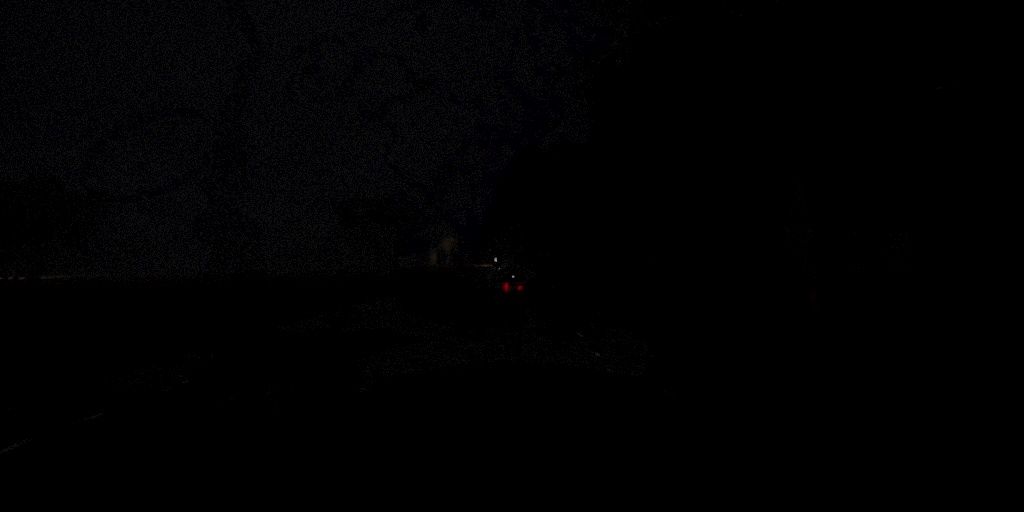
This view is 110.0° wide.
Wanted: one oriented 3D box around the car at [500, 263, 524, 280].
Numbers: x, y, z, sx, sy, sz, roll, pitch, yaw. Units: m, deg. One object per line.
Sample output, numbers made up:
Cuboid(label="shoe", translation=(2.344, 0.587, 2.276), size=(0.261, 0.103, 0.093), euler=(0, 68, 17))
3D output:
Cuboid(label="car", translation=(0.108, 1.548, 33.585), size=(1.895, 1.301, 4.718), euler=(0, 0, 0))
